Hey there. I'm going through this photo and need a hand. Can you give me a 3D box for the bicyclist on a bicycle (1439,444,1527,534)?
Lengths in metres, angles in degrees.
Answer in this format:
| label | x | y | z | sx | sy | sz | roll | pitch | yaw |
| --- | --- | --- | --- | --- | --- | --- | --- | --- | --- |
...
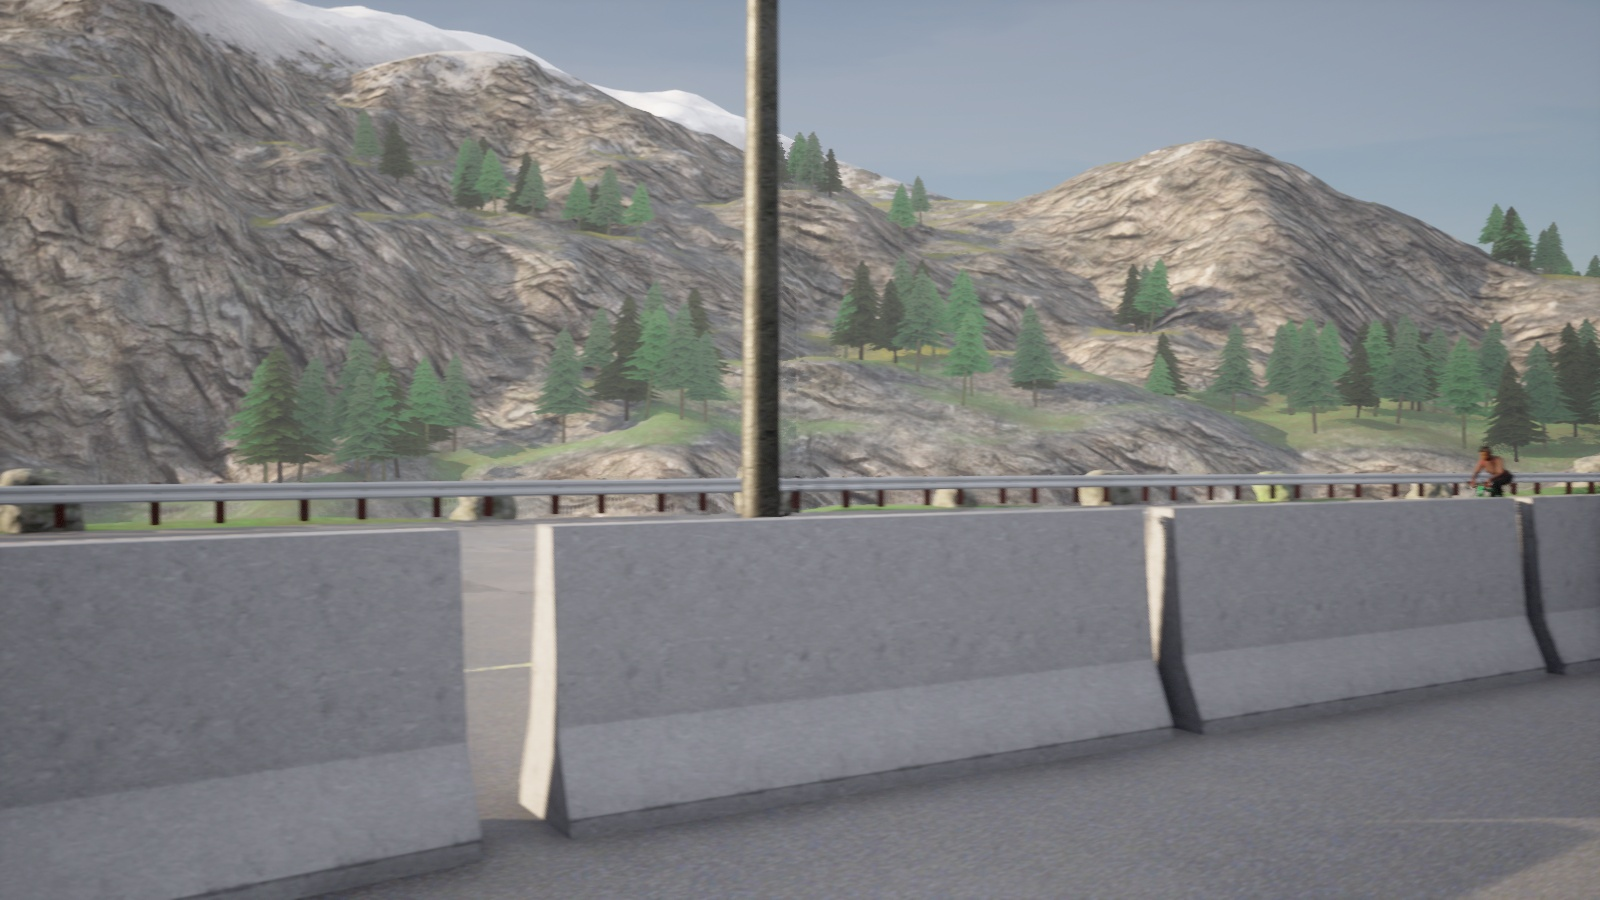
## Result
| label | x | y | z | sx | sy | sz | roll | pitch | yaw |
| --- | --- | --- | --- | --- | --- | --- | --- | --- | --- |
| bicyclist on a bicycle | 12.628 | 0.700 | 23.206 | 1.656 | 1.620 | 0.582 | -1 | 1 | -27 |
